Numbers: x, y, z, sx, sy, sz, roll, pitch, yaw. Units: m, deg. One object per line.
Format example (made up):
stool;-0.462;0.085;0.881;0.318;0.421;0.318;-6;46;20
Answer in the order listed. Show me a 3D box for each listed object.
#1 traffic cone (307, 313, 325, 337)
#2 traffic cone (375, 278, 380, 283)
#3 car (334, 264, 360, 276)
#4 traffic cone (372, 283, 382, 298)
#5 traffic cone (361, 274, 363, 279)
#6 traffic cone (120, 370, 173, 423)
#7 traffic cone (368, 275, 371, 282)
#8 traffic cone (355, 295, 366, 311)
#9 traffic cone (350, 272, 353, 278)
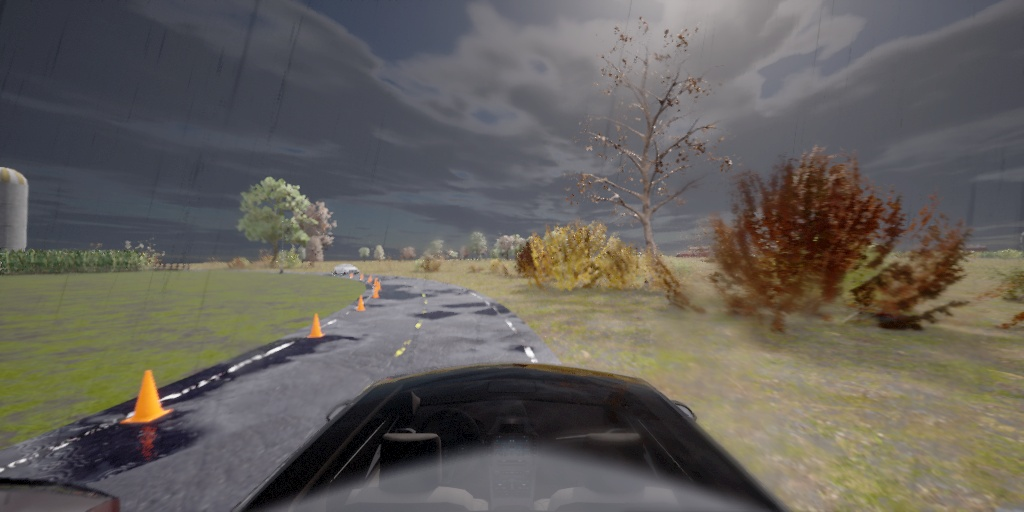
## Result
traffic cone;-5.094;1.788;9.329;0.340;0.580;0.340;0;0;-8
traffic cone;-8.639;1.916;23.312;0.340;0.580;0.340;0;0;-21
car;-21.893;1.796;47.404;4.674;1.442;1.812;-1;-2;41
traffic cone;-7.116;1.873;18.742;0.340;0.580;0.340;0;0;-16
traffic cone;-15.156;2.060;36.182;0.340;0.580;0.340;0;0;-33
traffic cone;-4.607;1.744;4.536;0.340;0.580;0.340;0;0;-4
traffic cone;-12.671;2.010;32.056;0.340;0.580;0.340;0;0;-29
traffic cone;-5.932;1.831;14.073;0.340;0.580;0.340;0;0;-12
traffic cone;-17.937;2.112;40.117;0.340;0.580;0.340;0;0;-37
